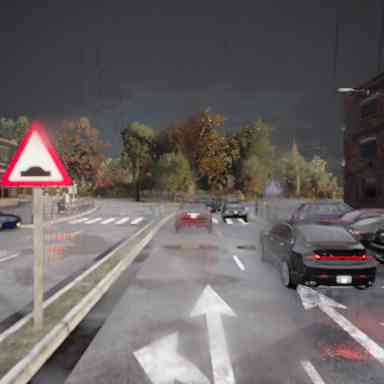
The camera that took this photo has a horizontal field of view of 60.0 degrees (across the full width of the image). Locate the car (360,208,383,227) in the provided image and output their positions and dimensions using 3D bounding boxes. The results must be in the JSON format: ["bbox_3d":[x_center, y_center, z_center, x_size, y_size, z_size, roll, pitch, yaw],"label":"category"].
[{"bbox_3d":[7.603,1.358,9.297,4.553,1.767,2.185,0,0,0],"label":"car"}]

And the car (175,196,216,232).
[{"bbox_3d":[0.106,1.328,20.123,2.097,1.767,4.553,0,0,0],"label":"car"}]

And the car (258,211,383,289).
[{"bbox_3d":[3.095,1.511,9.180,1.837,1.490,4.892,0,0,0],"label":"car"}]

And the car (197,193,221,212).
[{"bbox_3d":[1.780,1.128,35.394,2.150,2.045,5.566,0,0,14],"label":"car"}]

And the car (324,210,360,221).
[{"bbox_3d":[7.629,1.520,12.055,4.674,1.452,2.002,0,0,0],"label":"car"}]

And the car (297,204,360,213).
[{"bbox_3d":[7.636,1.475,14.810,5.008,1.535,2.097,0,0,0],"label":"car"}]

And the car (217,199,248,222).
[{"bbox_3d":[3.274,1.501,26.168,2.033,1.411,5.357,0,0,4],"label":"car"}]

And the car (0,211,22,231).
[{"bbox_3d":[-12.495,1.495,19.401,4.792,1.488,2.163,0,0,0],"label":"car"}]

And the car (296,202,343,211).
[{"bbox_3d":[7.597,1.341,17.572,4.553,1.767,2.185,0,0,0],"label":"car"}]
